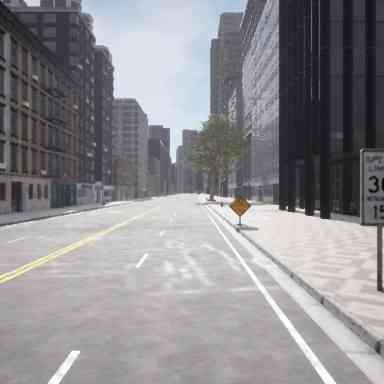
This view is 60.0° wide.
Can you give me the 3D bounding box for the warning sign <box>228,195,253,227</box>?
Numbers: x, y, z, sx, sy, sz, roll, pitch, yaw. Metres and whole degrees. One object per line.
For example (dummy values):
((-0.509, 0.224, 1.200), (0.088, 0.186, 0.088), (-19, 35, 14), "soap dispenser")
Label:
((2.849, 1.106, 19.727), (1.300, 1.860, 1.060), (0, 0, 0), "warning sign")
